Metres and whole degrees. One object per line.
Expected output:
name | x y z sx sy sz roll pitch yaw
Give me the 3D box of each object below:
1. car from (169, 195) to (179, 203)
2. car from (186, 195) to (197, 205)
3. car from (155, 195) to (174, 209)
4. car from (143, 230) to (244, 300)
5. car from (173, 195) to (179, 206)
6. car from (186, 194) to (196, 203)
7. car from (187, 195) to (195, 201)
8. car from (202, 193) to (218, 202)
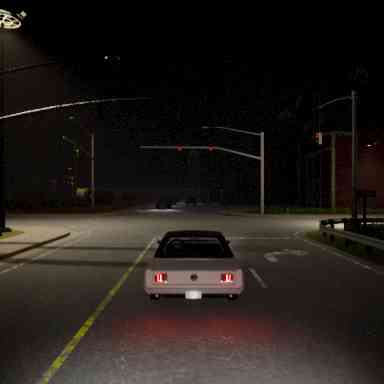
car | -3.704 1.484 70.363 1.837 1.490 4.892 0 0 0
car | -0.166 1.504 57.127 1.837 1.490 4.892 0 0 0
car | -3.725 1.522 44.525 1.812 1.442 4.674 0 0 0
car | 0.043 1.601 8.325 1.895 1.301 4.718 0 0 0
car | -3.745 1.355 55.724 2.097 1.767 4.553 0 0 0
car | -0.207 1.354 71.124 2.097 1.767 4.553 0 0 0
car | -0.234 1.440 80.353 2.033 1.411 5.357 0 0 0
car | 3.951 1.144 72.909 1.905 1.878 3.866 -8 3 -42
